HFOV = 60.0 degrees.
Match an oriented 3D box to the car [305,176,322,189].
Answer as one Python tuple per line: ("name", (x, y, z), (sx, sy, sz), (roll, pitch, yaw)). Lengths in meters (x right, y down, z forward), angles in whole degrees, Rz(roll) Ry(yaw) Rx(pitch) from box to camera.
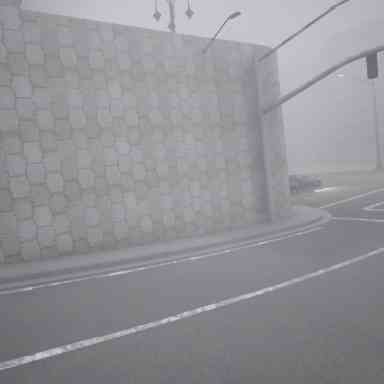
("car", (9.643, -0.906, 30.413), (1.994, 1.385, 4.181), (-10, 6, -34))

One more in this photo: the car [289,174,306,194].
("car", (6.822, -0.602, 28.350), (2.097, 1.767, 4.553), (-10, 6, -35))
